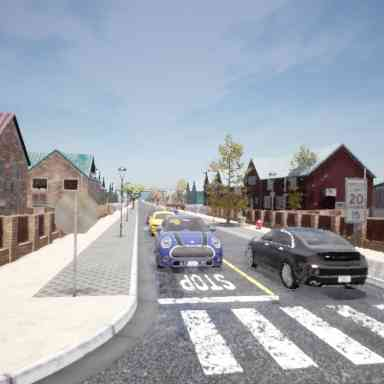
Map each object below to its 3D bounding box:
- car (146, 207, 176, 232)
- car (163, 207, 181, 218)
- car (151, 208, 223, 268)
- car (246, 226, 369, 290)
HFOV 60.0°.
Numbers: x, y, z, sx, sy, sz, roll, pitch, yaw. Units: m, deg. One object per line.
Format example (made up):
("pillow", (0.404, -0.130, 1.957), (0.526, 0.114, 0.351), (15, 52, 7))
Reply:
("car", (-1.880, 2.056, 22.376), (1.882, 1.535, 5.008), (1, -2, -9))
("car", (-2.951, 2.855, 47.334), (2.033, 1.411, 5.357), (1, -2, -8))
("car", (-0.287, 1.658, 12.382), (2.097, 1.767, 4.553), (1, -2, -8))
("car", (3.110, 1.801, 10.015), (1.837, 1.490, 4.892), (1, -2, -9))
